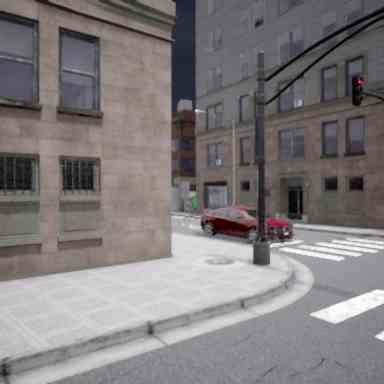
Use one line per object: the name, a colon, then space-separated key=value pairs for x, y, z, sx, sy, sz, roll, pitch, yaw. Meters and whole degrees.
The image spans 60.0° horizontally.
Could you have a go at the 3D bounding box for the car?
car: x=2.413 y=1.429 z=15.595 sx=1.882 sy=1.535 sz=5.008 roll=0 pitch=0 yaw=-36
